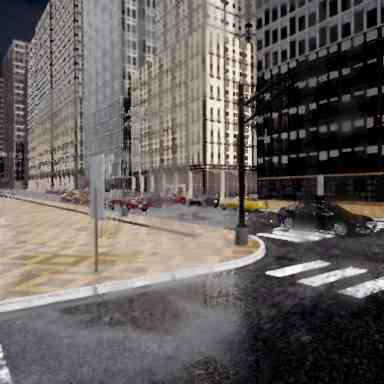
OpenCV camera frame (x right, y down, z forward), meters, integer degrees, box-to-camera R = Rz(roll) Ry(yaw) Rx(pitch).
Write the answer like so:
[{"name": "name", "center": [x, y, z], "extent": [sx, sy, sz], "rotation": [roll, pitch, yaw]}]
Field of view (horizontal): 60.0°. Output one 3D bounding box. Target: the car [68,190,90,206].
[{"name": "car", "center": [-12.300, 0.776, 38.221], "extent": [1.887, 1.381, 4.507], "rotation": [1, 1, -36]}]

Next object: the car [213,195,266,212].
[{"name": "car", "center": [4.375, 0.984, 29.751], "extent": [1.752, 1.417, 4.829], "rotation": [1, 1, -36]}]

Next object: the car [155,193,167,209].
[{"name": "car", "center": [-4.567, 0.945, 32.174], "extent": [1.994, 1.385, 4.181], "rotation": [-1, 2, -36]}]

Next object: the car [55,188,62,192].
[{"name": "car", "center": [-28.745, -0.037, 74.936], "extent": [1.887, 1.381, 4.507], "rotation": [1, 1, -36]}]

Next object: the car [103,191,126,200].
[{"name": "car", "center": [-12.169, 0.505, 52.248], "extent": [1.947, 1.339, 4.313], "rotation": [1, 1, -36]}]

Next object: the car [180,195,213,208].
[{"name": "car", "center": [1.091, 0.924, 34.097], "extent": [1.947, 1.339, 4.313], "rotation": [1, 1, -36]}]

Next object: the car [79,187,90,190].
[{"name": "car", "center": [-18.795, 0.045, 61.320], "extent": [2.192, 1.841, 5.009], "rotation": [1, 1, -36]}]

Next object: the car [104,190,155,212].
[{"name": "car", "center": [-5.667, 0.757, 29.145], "extent": [2.192, 1.841, 5.009], "rotation": [1, 1, -36]}]

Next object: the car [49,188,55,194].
[{"name": "car", "center": [-32.059, -0.245, 79.473], "extent": [1.967, 1.590, 4.097], "rotation": [1, 1, -36]}]

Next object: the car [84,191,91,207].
[{"name": "car", "center": [-8.986, 0.902, 33.685], "extent": [1.947, 1.339, 4.313], "rotation": [1, 1, -36]}]

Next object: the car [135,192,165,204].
[{"name": "car", "center": [-5.540, 0.714, 43.172], "extent": [1.947, 1.339, 4.313], "rotation": [1, 1, -36]}]

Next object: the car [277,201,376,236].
[{"name": "car", "center": [6.624, 1.272, 16.855], "extent": [1.837, 1.490, 4.892], "rotation": [-1, 2, -36]}]

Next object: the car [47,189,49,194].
[{"name": "car", "center": [-35.373, -0.349, 84.010], "extent": [1.967, 1.590, 4.097], "rotation": [1, 1, -36]}]

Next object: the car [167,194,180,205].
[{"name": "car", "center": [-2.224, 0.835, 38.634], "extent": [1.802, 1.307, 4.206], "rotation": [1, 1, -36]}]

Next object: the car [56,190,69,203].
[{"name": "car", "center": [-15.615, 0.709, 42.759], "extent": [1.802, 1.307, 4.206], "rotation": [1, 1, -36]}]
